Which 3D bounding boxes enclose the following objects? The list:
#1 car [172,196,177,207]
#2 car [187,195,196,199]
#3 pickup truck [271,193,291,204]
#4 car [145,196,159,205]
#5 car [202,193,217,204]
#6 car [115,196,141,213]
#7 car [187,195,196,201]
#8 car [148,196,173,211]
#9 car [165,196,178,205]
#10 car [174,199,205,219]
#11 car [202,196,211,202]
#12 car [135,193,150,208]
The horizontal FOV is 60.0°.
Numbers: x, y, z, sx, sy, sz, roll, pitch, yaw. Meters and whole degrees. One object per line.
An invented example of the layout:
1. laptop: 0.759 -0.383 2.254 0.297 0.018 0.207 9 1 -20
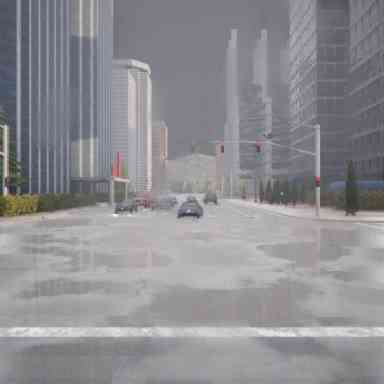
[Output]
1. car: -3.678 1.600 49.595 1.895 1.301 4.718 0 0 0
2. car: -0.139 1.490 65.703 2.128 1.511 4.902 0 0 0
3. pickup truck: 16.491 1.057 61.477 2.390 2.098 6.274 0 0 30
4. car: -7.192 1.546 60.382 2.033 1.411 5.357 0 0 0
5. car: 3.468 1.221 62.157 2.150 2.045 5.566 0 0 0
6. car: -7.166 1.504 36.546 1.837 1.490 4.892 0 0 0
7. car: -0.161 1.417 76.025 1.895 1.301 4.718 0 0 0
8. car: -3.665 1.563 39.588 1.994 1.385 4.181 0 0 0
9. car: -3.692 1.490 60.138 2.128 1.511 4.902 0 0 0
10. car: -0.127 1.563 29.631 1.994 1.385 4.181 0 0 4
11. car: 3.339 1.593 76.009 1.895 1.301 4.718 0 0 0
12. car: -7.180 1.220 47.102 2.150 2.045 5.566 0 0 0
